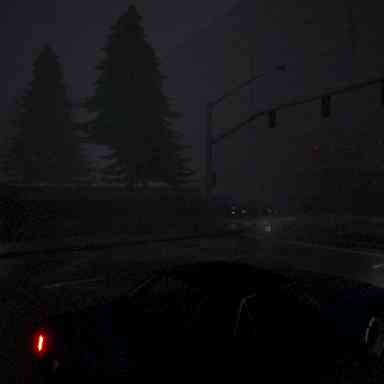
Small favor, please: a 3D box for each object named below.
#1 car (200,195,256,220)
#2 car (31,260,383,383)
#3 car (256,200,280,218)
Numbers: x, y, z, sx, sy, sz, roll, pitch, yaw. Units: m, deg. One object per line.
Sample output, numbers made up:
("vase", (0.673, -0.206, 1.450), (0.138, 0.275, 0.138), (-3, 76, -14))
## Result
("car", (2.663, 1.261, 29.608), (2.150, 2.045, 5.566), (0, 0, -35))
("car", (0.670, 1.598, 4.260), (4.718, 1.301, 1.895), (0, 0, -35))
("car", (5.969, 1.542, 31.051), (1.837, 1.490, 4.892), (0, 0, -36))
